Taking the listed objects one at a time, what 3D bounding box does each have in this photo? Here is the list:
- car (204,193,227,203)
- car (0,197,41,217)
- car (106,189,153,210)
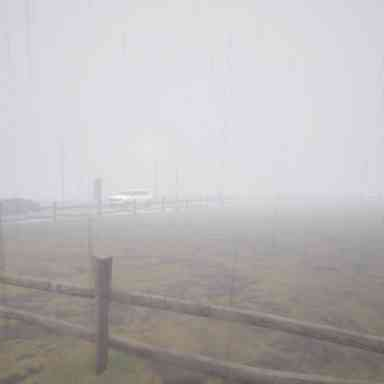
[{"bbox_3d":[3.543,0.887,49.415,1.994,1.385,4.181,1,1,36],"label":"car"},{"bbox_3d":[-14.035,1.180,25.139,1.837,1.490,4.892,1,1,36],"label":"car"},{"bbox_3d":[-6.529,0.748,35.523,2.150,2.045,5.566,1,1,36],"label":"car"}]
